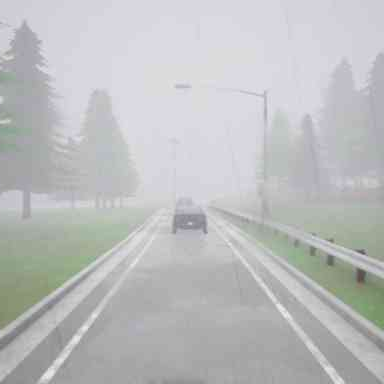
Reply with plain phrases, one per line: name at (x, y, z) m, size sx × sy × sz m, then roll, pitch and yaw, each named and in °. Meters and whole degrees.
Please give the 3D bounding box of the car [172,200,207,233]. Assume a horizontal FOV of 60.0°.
car at (-0.164, 1.472, 19.605) m, size 1.882 × 1.535 × 5.008 m, roll 0°, pitch 0°, yaw -2°

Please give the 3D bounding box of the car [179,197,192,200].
car at (-0.802, 1.342, 38.554) m, size 2.097 × 1.767 × 4.553 m, roll 0°, pitch 0°, yaw -2°
